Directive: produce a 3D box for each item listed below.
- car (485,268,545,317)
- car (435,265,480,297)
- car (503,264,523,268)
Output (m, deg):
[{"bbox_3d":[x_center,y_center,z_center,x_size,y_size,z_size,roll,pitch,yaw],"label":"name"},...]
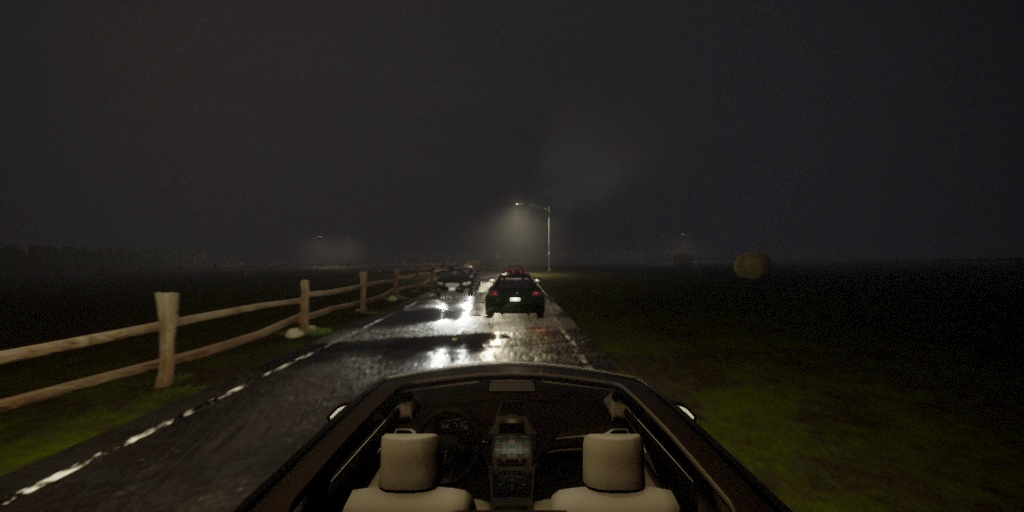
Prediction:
[{"bbox_3d":[0.098,1.321,13.204,1.994,1.385,4.181,0,0,0],"label":"car"},{"bbox_3d":[-2.749,1.253,18.928,2.128,1.511,4.902,0,0,0],"label":"car"},{"bbox_3d":[0.142,1.371,31.430,1.895,1.301,4.718,0,0,0],"label":"car"}]
